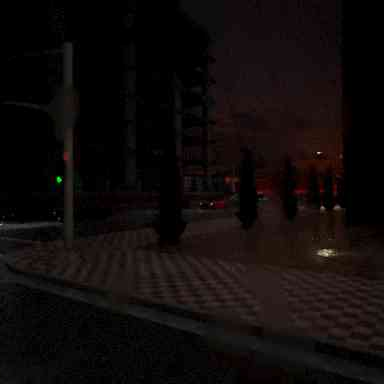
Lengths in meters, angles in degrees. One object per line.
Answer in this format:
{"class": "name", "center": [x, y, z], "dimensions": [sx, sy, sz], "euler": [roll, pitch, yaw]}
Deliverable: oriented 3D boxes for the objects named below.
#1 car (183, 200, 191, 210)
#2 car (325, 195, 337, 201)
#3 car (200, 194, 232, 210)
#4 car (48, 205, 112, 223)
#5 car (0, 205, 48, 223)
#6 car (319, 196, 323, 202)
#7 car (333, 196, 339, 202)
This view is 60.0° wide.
{"class": "car", "center": [-2.088, 1.643, 43.674], "dimensions": [1.882, 1.535, 5.008], "euler": [0, 0, 35]}
{"class": "car", "center": [35.428, 1.515, 84.582], "dimensions": [1.812, 1.442, 4.674], "euler": [0, 0, 35]}
{"class": "car", "center": [2.960, 1.492, 44.746], "dimensions": [2.097, 1.767, 4.553], "euler": [0, 0, 35]}
{"class": "car", "center": [-9.075, 1.749, 27.704], "dimensions": [1.895, 1.301, 4.718], "euler": [0, 0, 35]}
{"class": "car", "center": [-13.487, 1.737, 27.519], "dimensions": [1.994, 1.385, 4.181], "euler": [0, 0, 35]}
{"class": "car", "center": [29.423, 1.570, 76.065], "dimensions": [1.882, 1.535, 5.008], "euler": [0, 0, 35]}
{"class": "car", "center": [32.524, 1.622, 74.388], "dimensions": [1.994, 1.385, 4.181], "euler": [0, 0, 35]}
